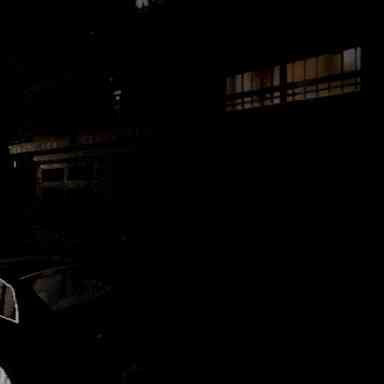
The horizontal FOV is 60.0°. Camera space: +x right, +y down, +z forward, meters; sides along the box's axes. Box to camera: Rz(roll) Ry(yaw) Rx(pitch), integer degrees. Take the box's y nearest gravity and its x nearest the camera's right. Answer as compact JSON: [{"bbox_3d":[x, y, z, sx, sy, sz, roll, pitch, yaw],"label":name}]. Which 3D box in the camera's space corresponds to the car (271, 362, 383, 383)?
[{"bbox_3d":[2.241,1.551,1.277,4.403,1.369,2.008,0,0,35],"label":"car"}]

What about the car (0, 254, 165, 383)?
[{"bbox_3d":[-2.370,1.549,4.564,4.403,1.369,2.008,0,0,35],"label":"car"}]
